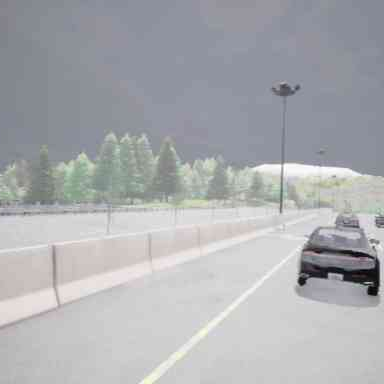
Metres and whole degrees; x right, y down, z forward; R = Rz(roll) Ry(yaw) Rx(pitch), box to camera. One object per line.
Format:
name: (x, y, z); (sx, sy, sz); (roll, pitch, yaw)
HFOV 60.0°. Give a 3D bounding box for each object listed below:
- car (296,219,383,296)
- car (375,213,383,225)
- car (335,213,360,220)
car: (4.248, 1.739, 9.589); (2.128, 1.511, 4.902); (2, -1, 26)
car: (19.373, 2.824, 33.074); (2.033, 1.411, 5.357); (2, -1, 26)
car: (13.045, 2.458, 27.959); (2.033, 1.411, 5.357); (2, -1, 26)
